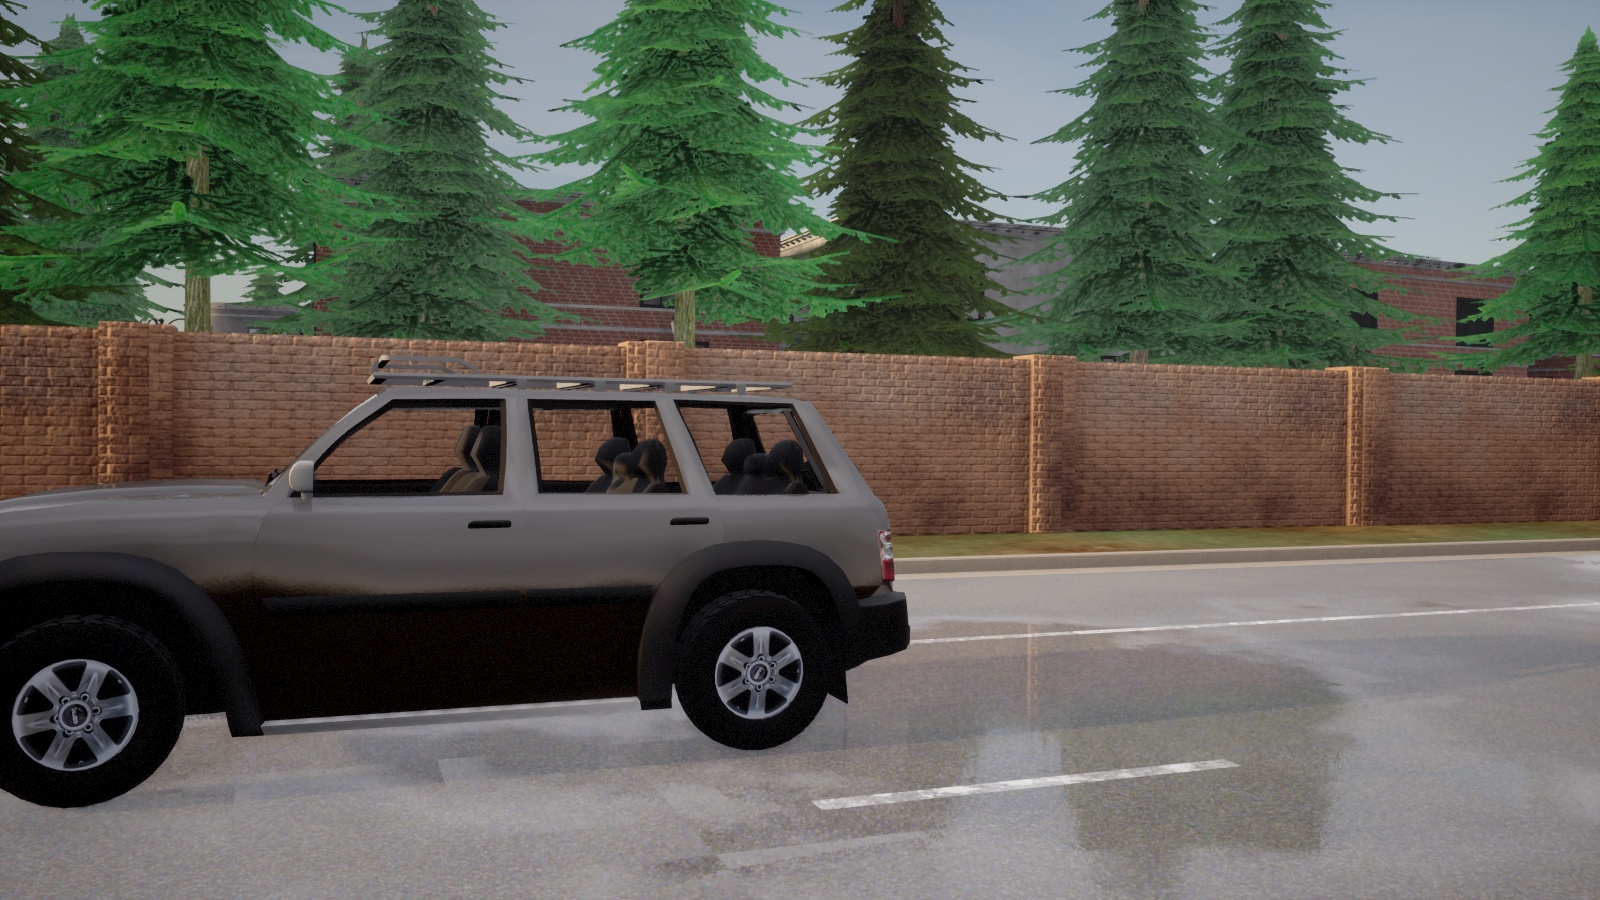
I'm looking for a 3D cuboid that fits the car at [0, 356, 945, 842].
[{"bbox_3d":[-1.788,0.532,6.300,4.605,1.855,1.932,-1,1,-21],"label":"car"}]
